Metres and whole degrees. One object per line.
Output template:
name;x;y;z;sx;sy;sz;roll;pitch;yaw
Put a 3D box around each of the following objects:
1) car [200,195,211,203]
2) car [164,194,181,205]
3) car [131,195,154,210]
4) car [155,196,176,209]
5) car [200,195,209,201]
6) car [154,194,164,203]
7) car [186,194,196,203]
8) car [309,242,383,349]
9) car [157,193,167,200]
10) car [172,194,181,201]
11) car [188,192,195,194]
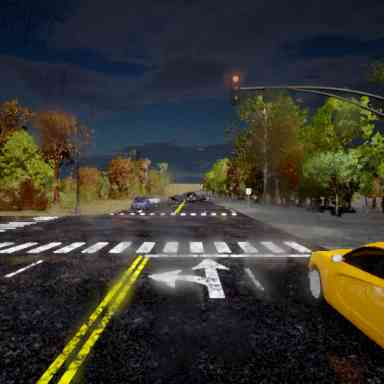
car;3.068;1.503;71.556;2.128;1.511;4.902;0;0;0
car;-3.495;1.511;59.886;1.837;1.490;4.892;0;0;0
car;-6.724;1.354;43.799;2.097;1.767;4.553;0;0;0
car;-3.477;1.602;44.350;1.895;1.301;4.718;0;0;0
car;3.016;1.457;81.711;2.033;1.411;5.357;0;0;0
car;-6.742;1.530;60.172;1.812;1.442;4.674;0;0;0
car;-0.173;1.606;70.796;1.895;1.301;4.718;0;0;0
car;3.346;1.451;4.885;1.882;1.535;5.008;1;1;0
car;-6.717;1.101;75.847;1.882;1.535;5.008;0;0;0
car;-3.466;1.237;75.449;1.812;1.442;4.674;0;0;0
car;-0.231;1.110;80.899;2.150;2.045;5.566;0;0;0
